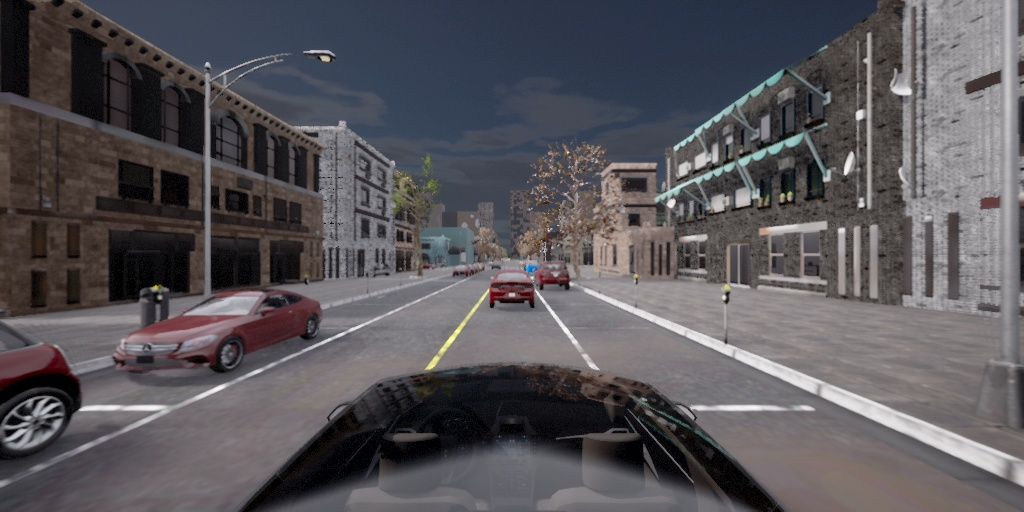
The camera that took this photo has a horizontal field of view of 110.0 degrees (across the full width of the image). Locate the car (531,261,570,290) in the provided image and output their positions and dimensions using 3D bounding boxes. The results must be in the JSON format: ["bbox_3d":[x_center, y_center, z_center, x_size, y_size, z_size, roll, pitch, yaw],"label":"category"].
[{"bbox_3d":[2.698,1.274,24.280,2.192,1.841,5.009,0,0,0],"label":"car"}]

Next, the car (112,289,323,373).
[{"bbox_3d":[-5.686,1.387,7.650,1.802,1.307,4.207,0,0,0],"label":"car"}]

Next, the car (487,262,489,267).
[{"bbox_3d":[-5.678,1.863,63.088,1.888,1.381,4.507,0,0,0],"label":"car"}]

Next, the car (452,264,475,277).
[{"bbox_3d":[-5.681,1.659,40.913,1.888,1.381,4.507,0,0,0],"label":"car"}]

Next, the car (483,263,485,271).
[{"bbox_3d":[-5.680,1.793,57.374,1.751,1.417,4.829,0,0,0],"label":"car"}]

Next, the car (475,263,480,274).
[{"bbox_3d":[-5.681,1.710,46.457,1.888,1.381,4.507,0,0,0],"label":"car"}]

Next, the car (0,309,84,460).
[{"bbox_3d":[-5.686,1.194,2.106,1.967,1.591,4.097,0,0,0],"label":"car"}]

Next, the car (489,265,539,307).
[{"bbox_3d":[0.008,1.363,16.332,1.882,1.535,5.008,0,0,0],"label":"car"}]

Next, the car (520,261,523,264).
[{"bbox_3d":[2.702,1.833,57.543,1.948,1.339,4.313,0,0,0],"label":"car"}]

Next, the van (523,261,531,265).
[{"bbox_3d":[2.700,1.505,46.456,1.690,1.789,3.998,0,0,0],"label":"van"}]

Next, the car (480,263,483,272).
[{"bbox_3d":[-5.680,1.761,52.001,1.888,1.381,4.507,0,0,0],"label":"car"}]
